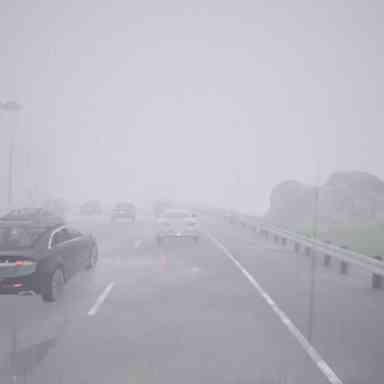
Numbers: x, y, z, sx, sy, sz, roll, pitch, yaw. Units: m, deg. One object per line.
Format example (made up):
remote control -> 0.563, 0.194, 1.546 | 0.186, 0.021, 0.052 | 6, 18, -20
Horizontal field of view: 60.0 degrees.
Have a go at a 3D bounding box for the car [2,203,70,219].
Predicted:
car -> -7.826, 1.506, 16.617 | 2.128, 1.511, 4.902 | 0, 0, -5

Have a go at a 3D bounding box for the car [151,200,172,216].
car -> -2.972, 1.496, 32.878 | 2.128, 1.511, 4.902 | 0, 0, -10

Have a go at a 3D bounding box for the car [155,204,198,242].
car -> -0.760, 1.527, 16.241 | 1.812, 1.442, 4.674 | 0, 0, -5

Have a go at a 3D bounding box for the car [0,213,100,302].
car -> -3.710, 1.499, 8.191 | 2.128, 1.511, 4.902 | 0, 0, -2

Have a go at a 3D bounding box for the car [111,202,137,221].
car -> -5.565, 1.557, 27.318 | 2.033, 1.411, 5.357 | 0, 0, -9

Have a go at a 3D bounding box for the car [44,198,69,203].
car -> -13.851, 1.378, 33.996 | 2.097, 1.767, 4.553 | 0, 0, -11

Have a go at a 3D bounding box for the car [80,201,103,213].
car -> -10.381, 1.583, 34.458 | 1.994, 1.385, 4.181 | 0, 0, -11
